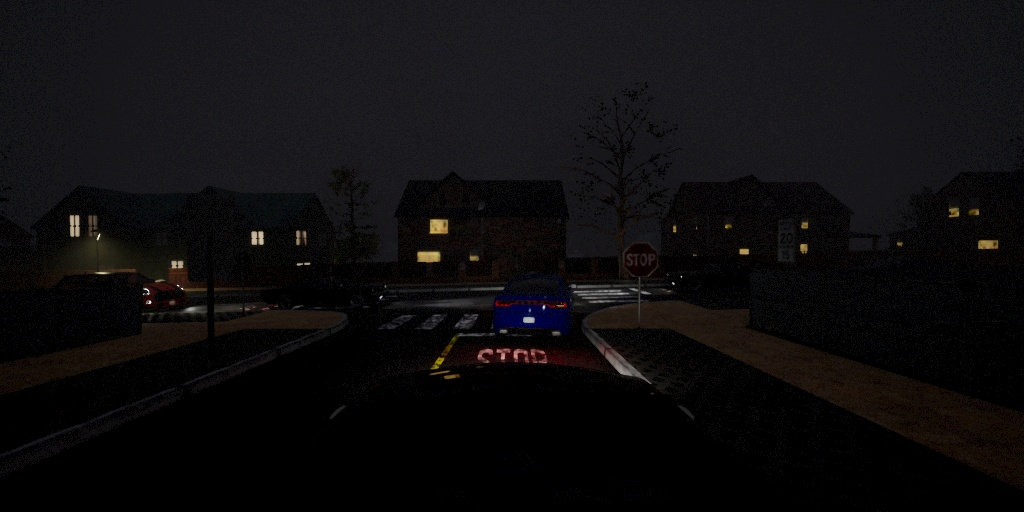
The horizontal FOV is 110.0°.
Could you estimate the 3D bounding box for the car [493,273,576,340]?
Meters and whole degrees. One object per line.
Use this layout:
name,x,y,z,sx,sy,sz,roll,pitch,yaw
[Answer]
car,0.782,1.226,10.154,1.882,1.535,5.008,0,0,10

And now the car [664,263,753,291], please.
car,10.402,1.034,18.294,4.718,1.301,1.895,-1,1,-1

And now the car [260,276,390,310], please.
car,-7.818,1.505,15.358,4.718,1.301,1.895,-1,1,0

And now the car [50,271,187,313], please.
car,-16.806,1.471,15.346,4.553,1.767,2.097,-1,1,0

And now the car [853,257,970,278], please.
car,20.048,0.753,18.334,5.357,1.411,2.033,-1,1,0
